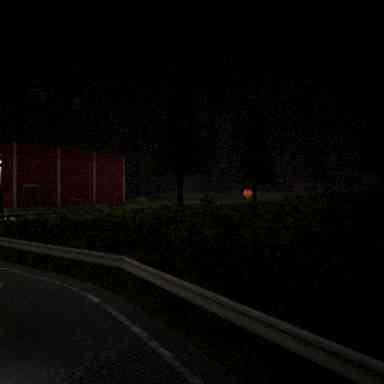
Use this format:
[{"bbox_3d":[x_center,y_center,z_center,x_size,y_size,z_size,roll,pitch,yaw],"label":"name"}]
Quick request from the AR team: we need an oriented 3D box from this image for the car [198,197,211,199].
[{"bbox_3d":[1.956,1.626,57.726,2.128,1.511,4.902,0,0,37],"label":"car"}]

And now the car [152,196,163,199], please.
[{"bbox_3d":[-9.415,1.739,88.664,1.816,1.474,4.193,0,0,36],"label":"car"}]
